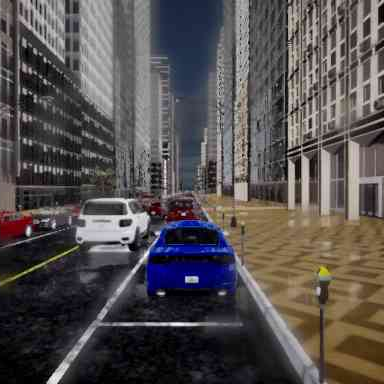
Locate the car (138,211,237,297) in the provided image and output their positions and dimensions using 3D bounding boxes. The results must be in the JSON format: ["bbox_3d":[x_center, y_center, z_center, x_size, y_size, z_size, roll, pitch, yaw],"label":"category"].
[{"bbox_3d":[-0.006,1.475,8.652,1.882,1.535,5.008,0,0,0],"label":"car"}]

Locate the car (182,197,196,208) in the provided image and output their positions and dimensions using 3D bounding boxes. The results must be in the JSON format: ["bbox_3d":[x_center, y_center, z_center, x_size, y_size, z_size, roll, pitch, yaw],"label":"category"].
[{"bbox_3d":[-0.463,1.541,49.090,2.008,1.369,4.403,-1,0,0],"label":"car"}]

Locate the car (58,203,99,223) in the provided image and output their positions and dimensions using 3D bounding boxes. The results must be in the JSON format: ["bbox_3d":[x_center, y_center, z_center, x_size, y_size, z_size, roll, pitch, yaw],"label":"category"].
[{"bbox_3d":[-8.843,1.577,26.356,1.802,1.307,4.206,-1,0,0],"label":"car"}]

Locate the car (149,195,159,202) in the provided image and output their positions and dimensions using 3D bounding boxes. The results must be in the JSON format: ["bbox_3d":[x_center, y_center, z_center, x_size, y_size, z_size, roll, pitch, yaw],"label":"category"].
[{"bbox_3d":[-8.843,1.508,77.339,1.752,1.417,4.829,-1,0,0],"label":"car"}]

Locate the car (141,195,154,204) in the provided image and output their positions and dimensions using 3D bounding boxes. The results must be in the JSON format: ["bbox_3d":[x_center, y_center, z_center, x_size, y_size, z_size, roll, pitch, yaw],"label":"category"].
[{"bbox_3d":[-8.845,1.426,66.141,1.967,1.590,4.097,-1,0,0],"label":"car"}]

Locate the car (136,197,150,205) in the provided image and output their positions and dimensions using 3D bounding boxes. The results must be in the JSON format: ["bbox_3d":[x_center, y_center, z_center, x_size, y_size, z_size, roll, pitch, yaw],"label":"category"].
[{"bbox_3d":[-8.843,1.569,60.458,1.802,1.307,4.206,-1,0,0],"label":"car"}]

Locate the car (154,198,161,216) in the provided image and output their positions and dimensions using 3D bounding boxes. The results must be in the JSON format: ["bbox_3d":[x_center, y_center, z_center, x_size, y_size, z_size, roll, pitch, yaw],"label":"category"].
[{"bbox_3d":[-3.146,1.528,29.248,1.812,1.442,4.674,0,0,0],"label":"car"}]

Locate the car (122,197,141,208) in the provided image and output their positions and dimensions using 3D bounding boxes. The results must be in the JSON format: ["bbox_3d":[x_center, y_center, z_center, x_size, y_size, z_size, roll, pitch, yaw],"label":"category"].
[{"bbox_3d":[-8.843,1.541,49.090,2.008,1.369,4.403,-1,0,0],"label":"car"}]

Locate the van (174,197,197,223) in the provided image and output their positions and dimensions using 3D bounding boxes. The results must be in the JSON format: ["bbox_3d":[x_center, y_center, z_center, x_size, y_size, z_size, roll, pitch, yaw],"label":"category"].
[{"bbox_3d":[-0.465,1.336,26.356,1.690,1.788,3.998,-1,0,0],"label":"van"}]

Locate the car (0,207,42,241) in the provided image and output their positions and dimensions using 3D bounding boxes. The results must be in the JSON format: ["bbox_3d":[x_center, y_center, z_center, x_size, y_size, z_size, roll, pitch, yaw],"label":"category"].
[{"bbox_3d":[-8.843,1.541,14.989,1.887,1.381,4.507,-1,0,0],"label":"car"}]

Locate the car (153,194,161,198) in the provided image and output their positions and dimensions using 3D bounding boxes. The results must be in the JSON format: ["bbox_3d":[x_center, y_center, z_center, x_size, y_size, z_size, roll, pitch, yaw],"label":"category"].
[{"bbox_3d":[-6.146,1.318,47.218,2.150,2.045,5.566,0,0,0],"label":"car"}]

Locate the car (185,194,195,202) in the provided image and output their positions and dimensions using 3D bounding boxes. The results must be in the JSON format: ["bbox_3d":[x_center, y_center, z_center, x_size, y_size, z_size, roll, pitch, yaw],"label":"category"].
[{"bbox_3d":[-0.465,1.298,77.509,2.192,1.841,5.009,-1,0,0],"label":"car"}]

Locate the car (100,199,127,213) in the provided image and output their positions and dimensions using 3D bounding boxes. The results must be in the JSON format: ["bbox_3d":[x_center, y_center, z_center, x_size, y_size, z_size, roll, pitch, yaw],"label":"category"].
[{"bbox_3d":[-8.844,1.543,37.723,2.008,1.369,4.403,-1,0,0],"label":"car"}]

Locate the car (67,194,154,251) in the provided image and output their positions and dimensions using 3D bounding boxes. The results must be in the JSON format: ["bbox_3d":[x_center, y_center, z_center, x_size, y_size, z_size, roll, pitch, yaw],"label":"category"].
[{"bbox_3d":[-3.146,1.256,14.276,2.150,2.045,5.566,0,0,0],"label":"car"}]

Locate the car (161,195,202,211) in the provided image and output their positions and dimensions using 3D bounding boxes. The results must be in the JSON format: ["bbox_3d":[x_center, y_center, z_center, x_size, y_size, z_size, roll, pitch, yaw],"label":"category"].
[{"bbox_3d":[-0.465,1.311,20.672,2.192,1.841,5.009,-1,0,0],"label":"car"}]

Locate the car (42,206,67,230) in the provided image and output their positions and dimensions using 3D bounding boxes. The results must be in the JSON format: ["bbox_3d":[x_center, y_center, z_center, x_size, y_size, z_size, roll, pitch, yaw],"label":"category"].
[{"bbox_3d":[-8.844,1.547,20.672,2.008,1.369,4.403,-1,0,0],"label":"car"}]
